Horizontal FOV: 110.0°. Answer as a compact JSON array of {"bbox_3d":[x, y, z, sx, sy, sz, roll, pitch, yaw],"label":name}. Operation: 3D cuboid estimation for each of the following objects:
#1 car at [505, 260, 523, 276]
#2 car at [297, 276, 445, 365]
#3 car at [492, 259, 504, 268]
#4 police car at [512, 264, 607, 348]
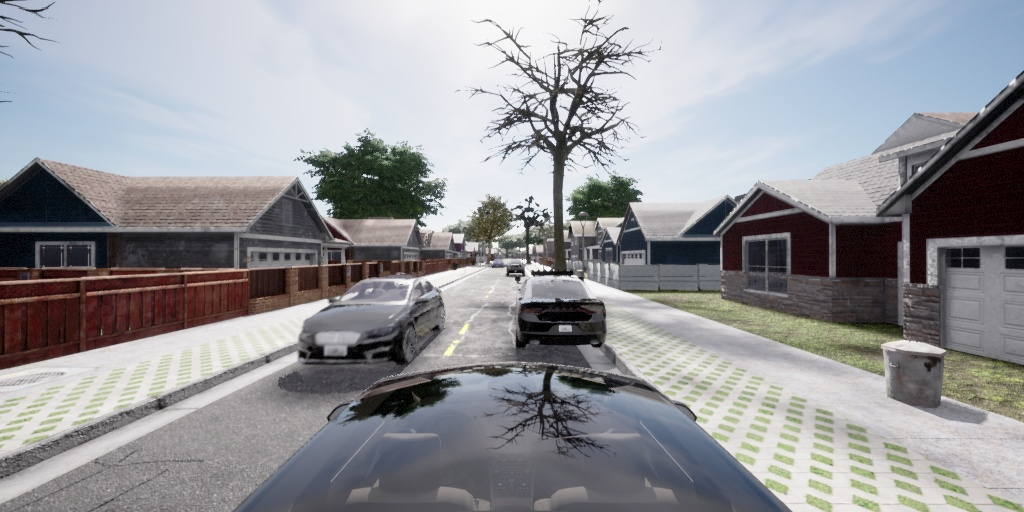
[{"bbox_3d":[0.390,1.241,36.888,1.837,1.490,4.892,0,0,1],"label":"car"},{"bbox_3d":[-2.786,1.241,8.154,2.128,1.511,4.902,0,0,1],"label":"car"},{"bbox_3d":[-2.248,1.231,57.975,1.812,1.442,4.674,0,0,0],"label":"car"},{"bbox_3d":[1.038,1.174,9.410,1.930,1.638,5.238,0,0,1],"label":"police car"}]
